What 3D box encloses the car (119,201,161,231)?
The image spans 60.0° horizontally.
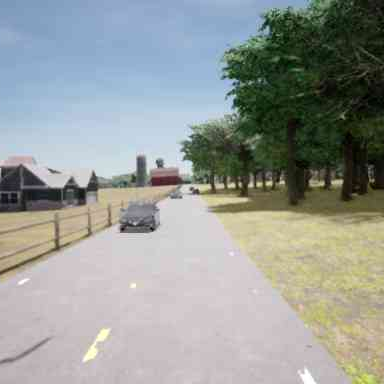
[{"bbox_3d":[-2.848,1.306,19.023,1.837,1.490,4.892,0,1,0],"label":"car"}]

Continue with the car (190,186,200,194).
[{"bbox_3d":[0.963,-0.200,83.897,1.812,1.442,4.674,0,2,0],"label":"car"}]

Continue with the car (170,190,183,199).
[{"bbox_3d":[-2.793,0.377,59.582,2.097,1.767,4.553,0,1,1],"label":"car"}]
